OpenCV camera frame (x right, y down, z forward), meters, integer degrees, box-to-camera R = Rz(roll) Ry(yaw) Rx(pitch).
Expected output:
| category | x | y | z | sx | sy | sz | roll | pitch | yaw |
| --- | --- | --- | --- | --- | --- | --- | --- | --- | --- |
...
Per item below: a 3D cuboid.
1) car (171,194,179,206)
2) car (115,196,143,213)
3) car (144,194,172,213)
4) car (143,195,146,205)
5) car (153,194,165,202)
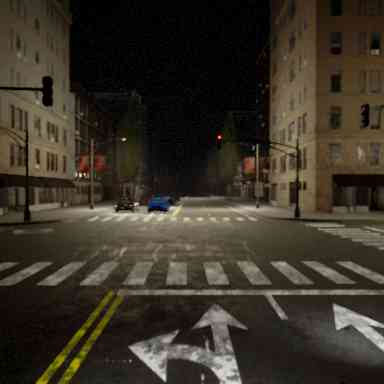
| category | x | y | z | sx | sy | sz | roll | pitch | yaw |
| --- | --- | --- | --- | --- | --- | --- | --- | --- | --- |
| car | -3.338 | 1.328 | 47.697 | 1.895 | 1.301 | 4.718 | 0 | 0 | 0 |
| car | -6.598 | 1.310 | 34.139 | 1.837 | 1.490 | 4.892 | 0 | 0 | 0 |
| car | -3.348 | 1.286 | 33.754 | 1.882 | 1.535 | 5.008 | 0 | 0 | 0 |
| car | -6.585 | 1.200 | 48.476 | 1.882 | 1.535 | 5.008 | 0 | 0 | 0 |
| car | -6.512 | 1.182 | 66.859 | 1.994 | 1.385 | 4.181 | 0 | 0 | 0 |
